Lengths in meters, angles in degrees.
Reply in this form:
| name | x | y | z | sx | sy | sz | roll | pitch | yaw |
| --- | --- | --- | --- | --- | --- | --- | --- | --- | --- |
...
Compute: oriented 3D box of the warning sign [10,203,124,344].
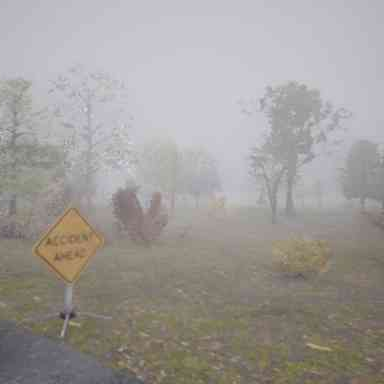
| name | x | y | z | sx | sy | sz | roll | pitch | yaw |
| --- | --- | --- | --- | --- | --- | --- | --- | --- | --- |
| warning sign | -1.956 | 1.125 | 5.317 | 1.060 | 1.860 | 1.300 | 1 | 0 | 35 |
